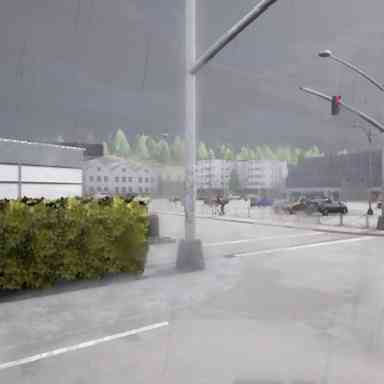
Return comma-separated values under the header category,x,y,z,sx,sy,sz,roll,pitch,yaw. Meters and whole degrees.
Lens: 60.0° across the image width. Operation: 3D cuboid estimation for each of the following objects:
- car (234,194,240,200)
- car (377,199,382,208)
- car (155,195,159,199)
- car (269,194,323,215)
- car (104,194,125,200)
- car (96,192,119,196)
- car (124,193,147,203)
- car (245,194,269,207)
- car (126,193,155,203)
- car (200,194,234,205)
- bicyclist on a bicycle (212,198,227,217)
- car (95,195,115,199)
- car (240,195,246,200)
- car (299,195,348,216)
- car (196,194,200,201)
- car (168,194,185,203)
category,x,y,z,sx,sy,sz,roll,pitch,yaw
car,9.663,1.232,77.864,3.806,1.475,1.970,0,0,-35
car,25.650,1.384,43.025,3.806,1.475,1.970,0,0,-35
car,-11.356,1.286,90.748,5.008,1.535,1.882,0,0,-35
car,10.258,1.330,32.465,5.027,1.636,2.152,0,0,-35
car,-19.772,1.334,84.911,4.902,1.511,2.128,0,0,-35
car,-20.570,1.034,80.098,5.566,2.045,2.150,0,0,-35
car,-10.787,1.077,63.608,3.866,1.878,1.905,0,0,-35
car,9.773,1.320,46.571,3.633,1.501,1.845,0,0,-35
car,-9.386,1.361,60.531,3.806,1.475,1.970,0,0,-35
car,4.091,1.298,54.791,4.514,1.523,2.007,0,0,-35
bicyclist on a bicycle,2.337,1.301,27.998,1.656,1.620,0.582,0,0,-35
car,-11.427,1.505,41.311,1.837,1.490,4.892,0,0,-35
car,13.600,1.154,72.786,5.027,1.636,2.152,0,0,-35
car,12.095,1.340,29.923,4.514,1.523,2.007,0,0,-35
car,1.786,1.298,76.835,4.514,1.523,2.007,0,0,-35
car,-2.453,1.097,65.414,4.605,1.855,1.932,0,0,-35
